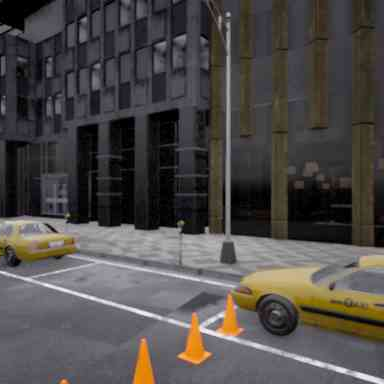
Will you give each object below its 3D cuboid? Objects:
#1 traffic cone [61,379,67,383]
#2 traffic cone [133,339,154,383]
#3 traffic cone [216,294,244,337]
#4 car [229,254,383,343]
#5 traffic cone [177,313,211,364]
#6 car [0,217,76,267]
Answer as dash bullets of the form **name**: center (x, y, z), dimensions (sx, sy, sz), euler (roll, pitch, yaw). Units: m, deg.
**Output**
- **traffic cone**: center (-1.128, 1.955, 2.928), dimensions (0.340, 0.580, 0.340), euler (0, 0, 35)
- **traffic cone**: center (-0.549, 1.955, 3.744), dimensions (0.340, 0.580, 0.340), euler (0, 0, 35)
- **traffic cone**: center (0.610, 1.955, 5.373), dimensions (0.340, 0.580, 0.340), euler (0, 0, 35)
- **car**: center (2.920, 1.526, 5.003), dimensions (4.829, 1.417, 1.752), euler (0, 0, 35)
- **traffic cone**: center (0.031, 1.955, 4.558), dimensions (0.340, 0.580, 0.340), euler (0, 0, 35)
- **car**: center (-5.944, 1.523, 11.303), dimensions (4.829, 1.417, 1.752), euler (0, 0, 35)
